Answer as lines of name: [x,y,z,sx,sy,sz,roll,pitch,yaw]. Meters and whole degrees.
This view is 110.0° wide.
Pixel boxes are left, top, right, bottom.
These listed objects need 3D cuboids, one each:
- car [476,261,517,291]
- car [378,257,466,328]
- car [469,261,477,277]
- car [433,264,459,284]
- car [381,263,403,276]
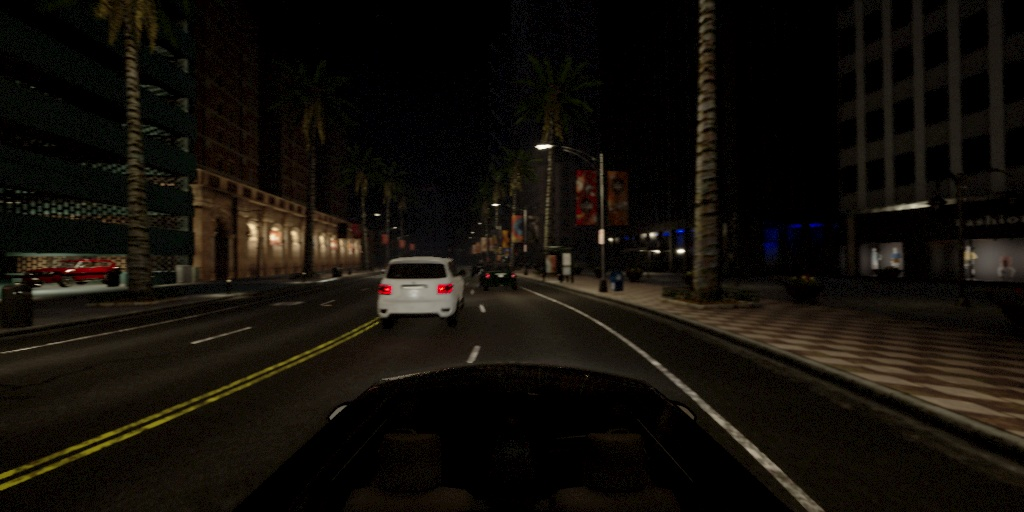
car: [-1.030,1.284,24.182,2.097,1.767,4.553,0,0,-9]
car: [-2.816,1.077,12.093,2.150,2.045,5.566,0,-1,-5]
car: [-3.785,1.592,40.835,1.837,1.490,4.892,0,0,-10]
car: [-5.782,1.526,31.642,2.128,1.511,4.902,0,0,-10]
car: [-15.529,1.718,46.463,1.882,1.535,5.008,0,-1,-9]
